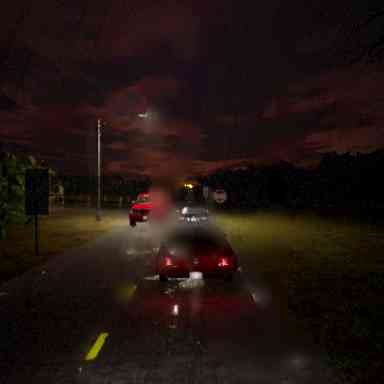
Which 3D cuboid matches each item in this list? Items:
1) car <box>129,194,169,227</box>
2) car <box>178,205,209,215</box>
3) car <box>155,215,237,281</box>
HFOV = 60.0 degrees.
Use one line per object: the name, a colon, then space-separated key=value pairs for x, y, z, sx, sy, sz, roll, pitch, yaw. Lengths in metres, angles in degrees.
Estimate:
car: x=-2.757 y=1.153 z=22.446 sx=2.150 sy=2.045 sz=5.566 roll=0 pitch=0 yaw=0
car: x=0.093 y=1.488 z=20.061 sx=2.033 sy=1.411 sz=5.357 roll=0 pitch=0 yaw=0
car: x=0.097 y=1.587 z=9.727 sx=1.895 sy=1.301 sz=4.718 roll=0 pitch=0 yaw=0
